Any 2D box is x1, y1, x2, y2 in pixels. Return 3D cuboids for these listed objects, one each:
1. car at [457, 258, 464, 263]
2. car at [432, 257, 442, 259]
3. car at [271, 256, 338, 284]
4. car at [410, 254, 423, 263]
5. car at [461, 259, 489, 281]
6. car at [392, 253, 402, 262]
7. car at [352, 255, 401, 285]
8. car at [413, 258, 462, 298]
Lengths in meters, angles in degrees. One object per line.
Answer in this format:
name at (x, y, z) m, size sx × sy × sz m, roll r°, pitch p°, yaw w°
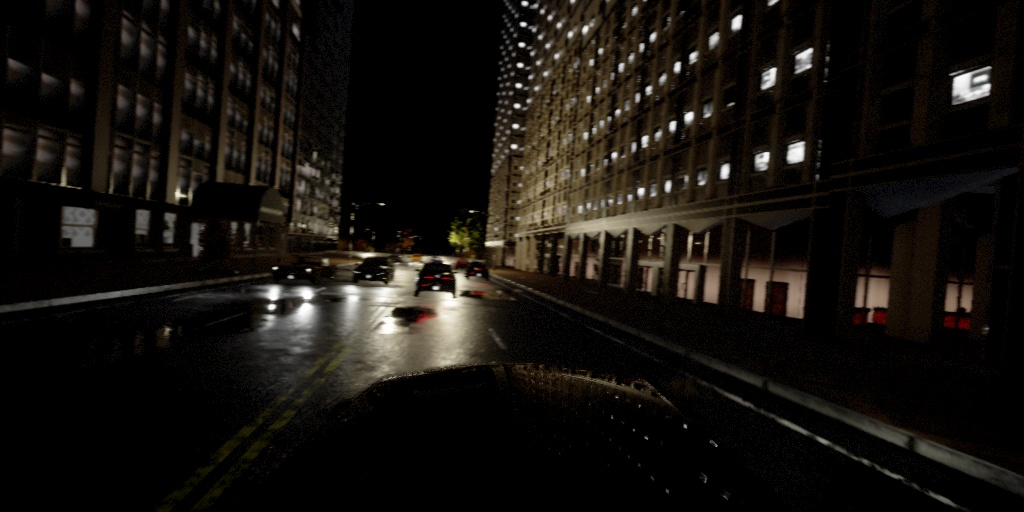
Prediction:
car at (-6.322, 1.042, 45.950) m, size 1.882 × 1.535 × 5.008 m, roll 4°, pitch 0°, yaw -12°
car at (-10.291, 0.860, 49.131) m, size 1.994 × 1.385 × 4.181 m, roll 4°, pitch 0°, yaw -12°
car at (-10.846, 0.676, 19.075) m, size 1.895 × 1.301 × 4.718 m, roll 4°, pitch 0°, yaw -12°
car at (-16.152, 0.424, 60.759) m, size 1.882 × 1.535 × 5.008 m, roll 4°, pitch 0°, yaw -11°
car at (-3.035, 1.213, 30.191) m, size 1.837 × 1.490 × 4.892 m, roll 4°, pitch -1°, yaw -12°
car at (-19.042, 0.261, 58.743) m, size 2.033 × 1.411 × 5.357 m, roll 4°, pitch 0°, yaw -11°
car at (-7.926, 0.804, 20.991) m, size 1.837 × 1.490 × 4.892 m, roll 4°, pitch 0°, yaw -12°
car at (-3.689, 1.087, 17.514) m, size 1.837 × 1.490 × 4.892 m, roll 4°, pitch -1°, yaw -12°
